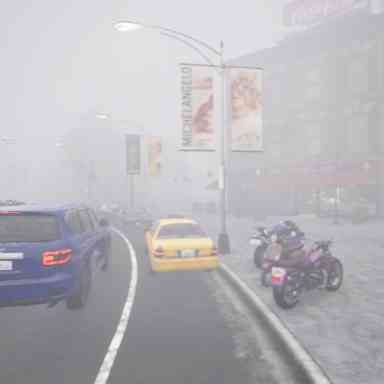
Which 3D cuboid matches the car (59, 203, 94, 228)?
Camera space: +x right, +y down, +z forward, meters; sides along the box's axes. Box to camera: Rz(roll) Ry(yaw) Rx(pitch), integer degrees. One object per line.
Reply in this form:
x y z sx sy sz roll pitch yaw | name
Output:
-8.692 1.636 24.774 1.882 1.535 5.008 0 0 -26 | car

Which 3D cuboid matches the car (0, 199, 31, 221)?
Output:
-16.396 1.599 30.485 2.097 1.767 4.553 0 0 -36 | car

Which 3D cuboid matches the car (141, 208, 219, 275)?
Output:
-0.556 1.496 10.690 1.801 1.575 5.366 -1 0 -10 | car

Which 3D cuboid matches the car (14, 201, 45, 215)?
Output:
-18.880 1.820 38.473 4.674 1.442 1.812 -1 0 45 | car

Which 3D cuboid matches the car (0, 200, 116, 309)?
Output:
-3.346 1.278 7.992 2.150 2.045 5.566 0 0 -6 | car

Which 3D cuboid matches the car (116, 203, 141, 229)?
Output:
-4.147 1.706 22.914 1.895 1.301 4.718 0 0 -20 | car
